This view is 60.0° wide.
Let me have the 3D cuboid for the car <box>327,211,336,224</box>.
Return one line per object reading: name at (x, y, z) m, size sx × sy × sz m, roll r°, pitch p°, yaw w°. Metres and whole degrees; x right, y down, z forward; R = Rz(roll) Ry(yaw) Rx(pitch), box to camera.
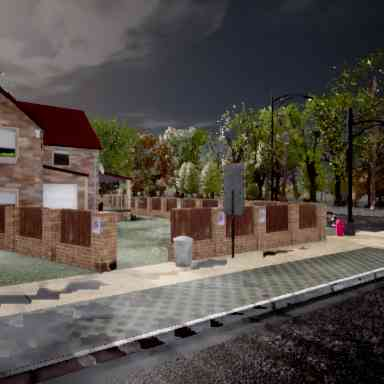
car at (7.715, 1.468, 23.376) m, size 1.812 × 1.442 × 4.674 m, roll 0°, pitch 0°, yaw -36°
